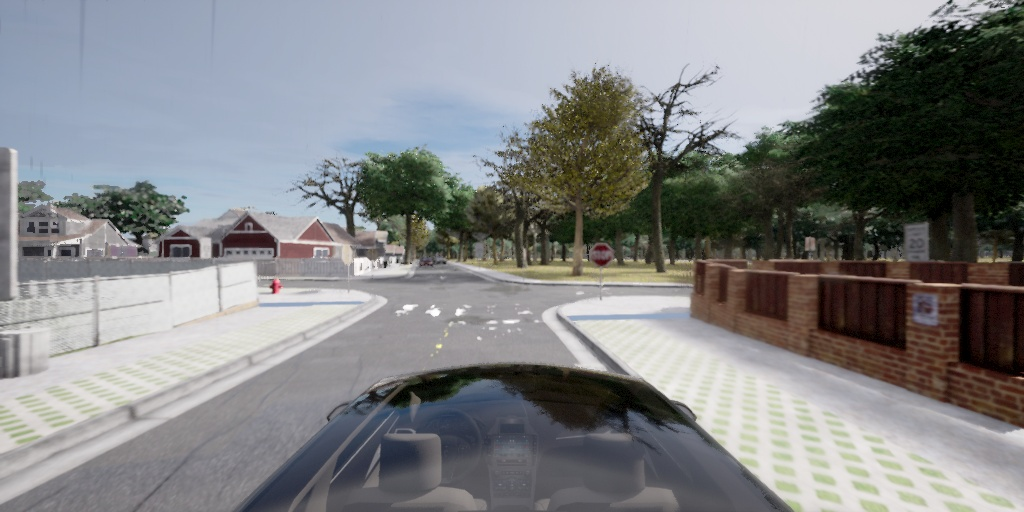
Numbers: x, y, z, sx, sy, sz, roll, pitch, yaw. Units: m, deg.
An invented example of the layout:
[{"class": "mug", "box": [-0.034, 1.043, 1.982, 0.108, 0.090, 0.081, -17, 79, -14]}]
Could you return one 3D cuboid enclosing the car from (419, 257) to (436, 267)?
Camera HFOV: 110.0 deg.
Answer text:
[{"class": "car", "box": [-12.497, 0.947, 52.352, 1.994, 1.385, 4.181, 0, 0, -14]}]
